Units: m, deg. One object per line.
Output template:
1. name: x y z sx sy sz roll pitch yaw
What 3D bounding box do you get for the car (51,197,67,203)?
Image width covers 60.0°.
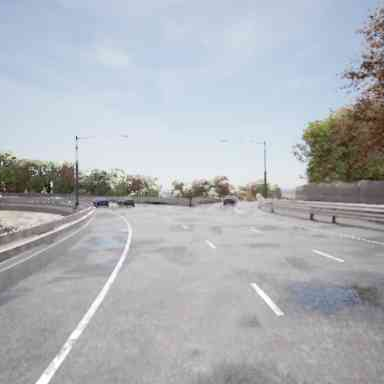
1. car: -33.313 1.915 81.723 4.674 1.442 1.812 -1 0 41

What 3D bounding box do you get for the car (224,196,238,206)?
1. car: 6.405 1.436 54.562 1.837 1.490 4.892 -2 0 16

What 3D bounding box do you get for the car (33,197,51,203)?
1. car: -36.490 1.927 79.872 4.892 1.490 1.837 -1 0 41

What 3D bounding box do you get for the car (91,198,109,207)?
1. car: -15.061 1.656 54.250 1.882 1.535 5.008 0 0 -30

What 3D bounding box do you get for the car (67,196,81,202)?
1. car: -29.815 1.869 83.273 4.902 1.511 2.128 -1 0 41

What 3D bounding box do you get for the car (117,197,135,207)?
1. car: -10.755 1.634 53.760 1.837 1.490 4.892 0 0 -29
